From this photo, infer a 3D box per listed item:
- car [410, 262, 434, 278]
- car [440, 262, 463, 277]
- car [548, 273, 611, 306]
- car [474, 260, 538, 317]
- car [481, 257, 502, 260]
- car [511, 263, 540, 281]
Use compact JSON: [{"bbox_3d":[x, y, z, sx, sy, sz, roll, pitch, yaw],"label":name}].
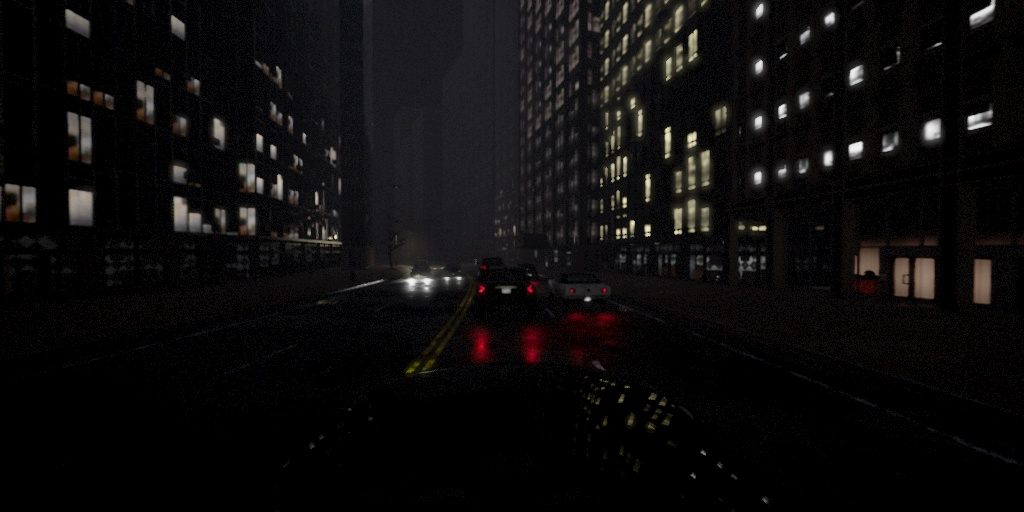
[{"bbox_3d":[-9.379,1.532,36.969,1.895,1.301,4.718,0,0,-9],"label":"car"},{"bbox_3d":[-6.359,1.477,38.697,2.033,1.411,5.357,0,0,-9],"label":"car"},{"bbox_3d":[2.863,1.417,16.350,1.895,1.301,4.718,0,0,-3],"label":"car"},{"bbox_3d":[-0.276,1.159,13.709,2.097,1.767,4.553,0,0,-2],"label":"car"},{"bbox_3d":[-1.896,1.113,31.998,2.150,2.045,5.566,0,0,-7],"label":"car"},{"bbox_3d":[1.173,1.394,33.406,1.837,1.490,4.892,0,0,-8],"label":"car"}]
